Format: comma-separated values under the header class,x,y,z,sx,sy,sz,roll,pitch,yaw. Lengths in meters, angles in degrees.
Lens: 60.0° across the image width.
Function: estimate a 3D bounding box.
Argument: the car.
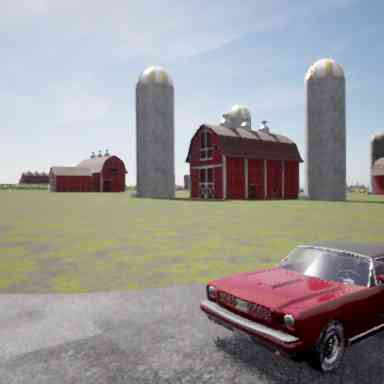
class,x,y,z,sx,sy,sz,roll,pitch,yaw
car,2.469,1.599,5.749,4.718,1.301,1.895,0,0,-35
